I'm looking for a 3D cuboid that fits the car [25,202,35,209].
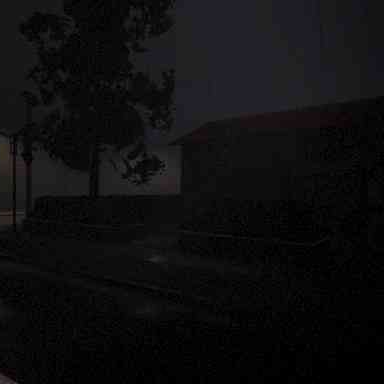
[{"bbox_3d":[-19.444,1.524,43.811,1.812,1.442,4.674,0,0,36],"label":"car"}]
